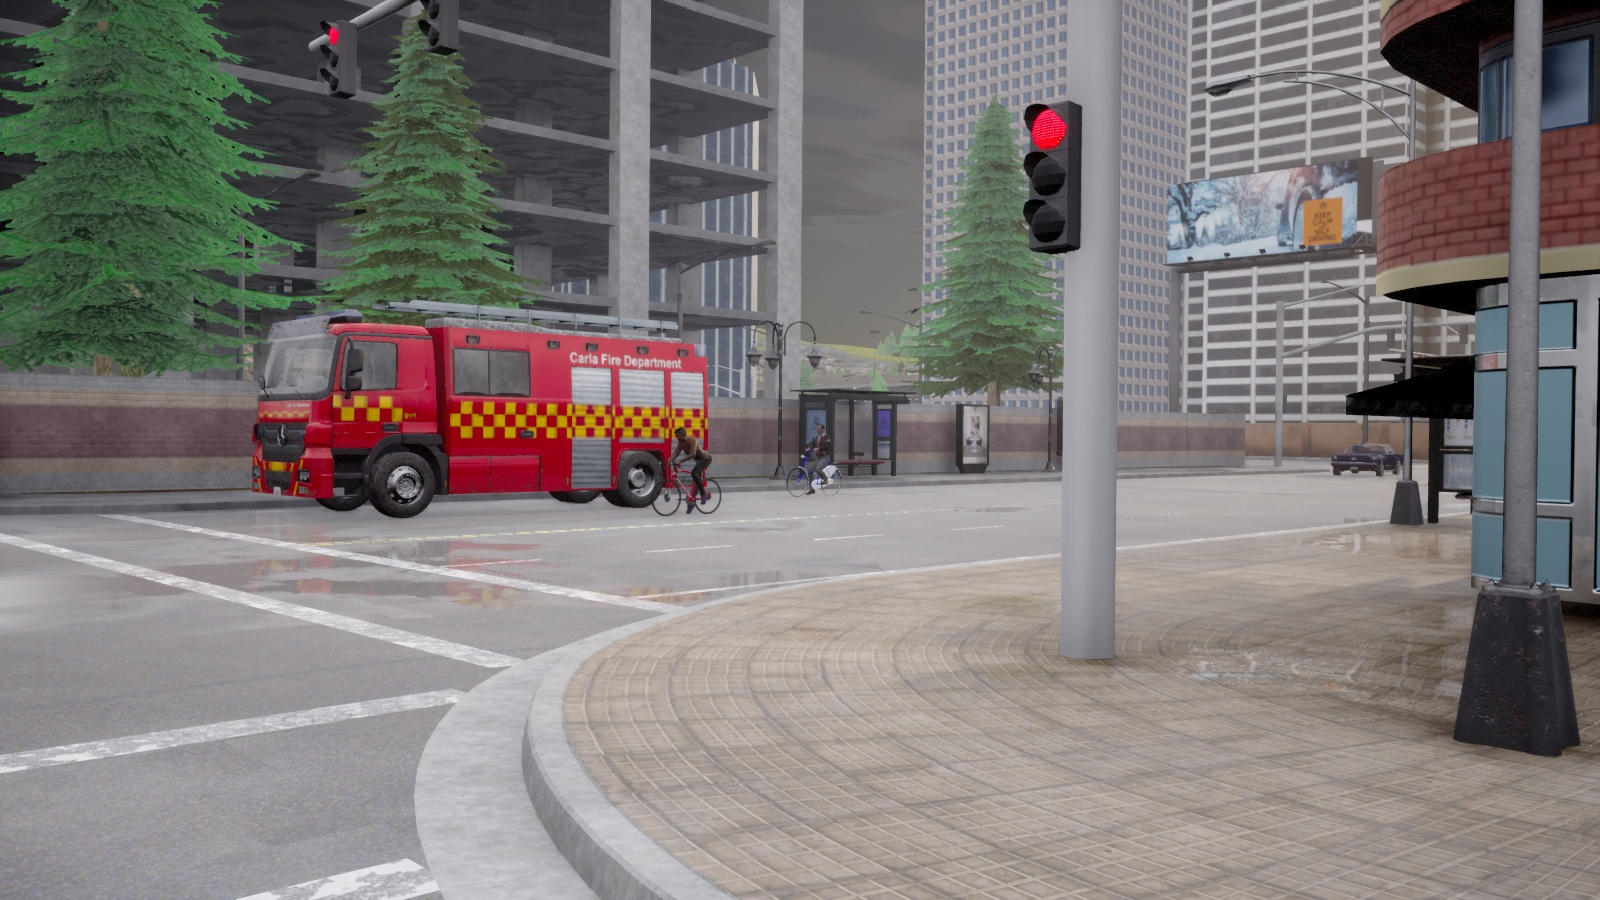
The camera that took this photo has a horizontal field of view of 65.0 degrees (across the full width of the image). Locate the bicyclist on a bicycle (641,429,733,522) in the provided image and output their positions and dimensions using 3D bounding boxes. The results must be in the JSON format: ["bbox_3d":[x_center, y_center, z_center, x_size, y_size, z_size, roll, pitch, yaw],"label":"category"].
[{"bbox_3d":[-2.060,0.443,23.091,1.656,1.620,0.582,-2,1,-44],"label":"bicyclist on a bicycle"}]

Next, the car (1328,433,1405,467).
[{"bbox_3d":[23.212,-0.025,51.395,1.895,1.301,4.718,0,1,37],"label":"car"}]

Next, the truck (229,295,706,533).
[{"bbox_3d":[-6.031,-0.653,24.140,8.468,3.827,2.891,-1,1,-44],"label":"truck"}]

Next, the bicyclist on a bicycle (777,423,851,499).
[{"bbox_3d":[0.346,0.242,30.206,1.843,1.776,0.659,-1,1,-44],"label":"bicyclist on a bicycle"}]
